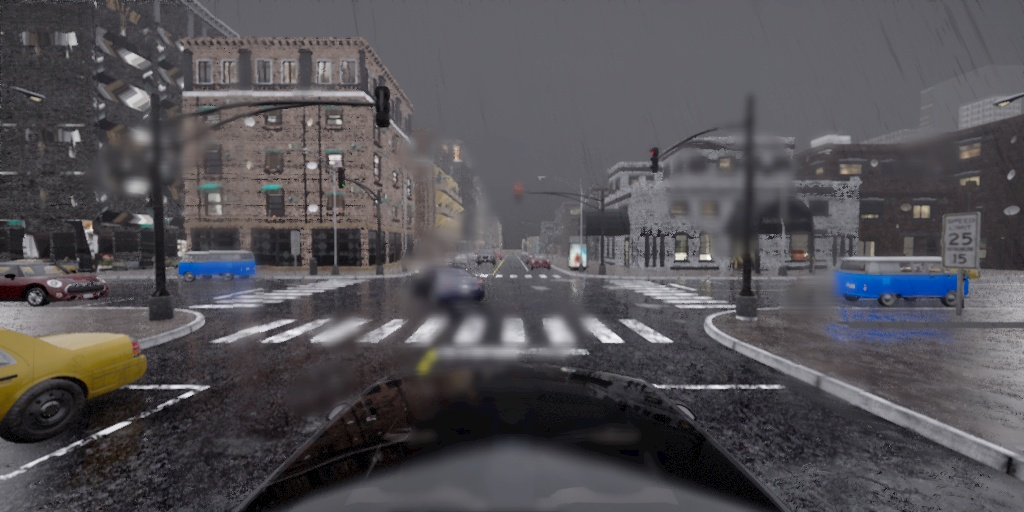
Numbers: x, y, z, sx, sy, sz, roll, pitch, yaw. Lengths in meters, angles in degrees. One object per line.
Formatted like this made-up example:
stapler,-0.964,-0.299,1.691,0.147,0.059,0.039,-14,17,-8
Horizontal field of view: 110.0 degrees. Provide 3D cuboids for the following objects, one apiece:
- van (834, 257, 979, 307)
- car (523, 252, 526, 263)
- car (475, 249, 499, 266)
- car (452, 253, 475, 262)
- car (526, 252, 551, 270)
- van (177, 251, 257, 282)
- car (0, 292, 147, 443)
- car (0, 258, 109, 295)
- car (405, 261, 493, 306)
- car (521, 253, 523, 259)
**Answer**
van,14.653,0.911,13.561,3.998,1.789,1.690,0,0,0
car,2.681,0.419,46.646,1.802,1.307,4.207,0,0,0
car,-3.098,0.103,44.354,2.150,2.045,5.566,0,1,0
car,-5.698,0.500,40.936,2.007,1.370,4.403,0,0,0
car,2.684,0.502,35.254,1.967,1.591,4.097,0,0,0
van,-17.769,0.617,21.691,3.998,1.789,1.690,0,0,0
car,-5.692,1.253,2.623,1.751,1.417,4.829,0,0,0
car,-17.725,0.950,13.314,4.097,1.591,1.967,0,0,0
car,-2.803,1.063,14.500,1.994,1.385,4.181,-1,1,-34
car,2.680,0.275,52.341,2.007,1.370,4.403,0,0,0
